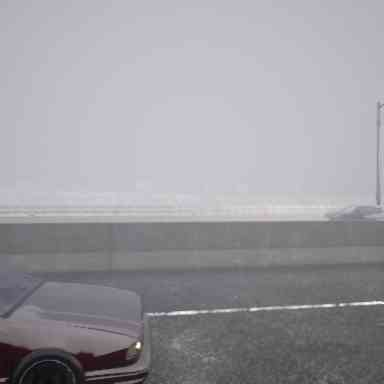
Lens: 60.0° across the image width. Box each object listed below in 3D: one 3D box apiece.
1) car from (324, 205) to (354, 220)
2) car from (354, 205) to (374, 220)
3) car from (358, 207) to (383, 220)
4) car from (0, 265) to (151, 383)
[{"bbox_3d":[12.017,1.669,24.199,4.674,1.442,1.812,0,0,-9],"label":"car"},{"bbox_3d":[12.990,1.663,20.809,4.674,1.442,1.812,0,0,-9],"label":"car"},{"bbox_3d":[11.754,1.665,17.071,5.357,1.411,2.033,0,0,-9],"label":"car"},{"bbox_3d":[-3.192,1.544,3.893,5.357,1.411,2.033,0,0,-9],"label":"car"}]
